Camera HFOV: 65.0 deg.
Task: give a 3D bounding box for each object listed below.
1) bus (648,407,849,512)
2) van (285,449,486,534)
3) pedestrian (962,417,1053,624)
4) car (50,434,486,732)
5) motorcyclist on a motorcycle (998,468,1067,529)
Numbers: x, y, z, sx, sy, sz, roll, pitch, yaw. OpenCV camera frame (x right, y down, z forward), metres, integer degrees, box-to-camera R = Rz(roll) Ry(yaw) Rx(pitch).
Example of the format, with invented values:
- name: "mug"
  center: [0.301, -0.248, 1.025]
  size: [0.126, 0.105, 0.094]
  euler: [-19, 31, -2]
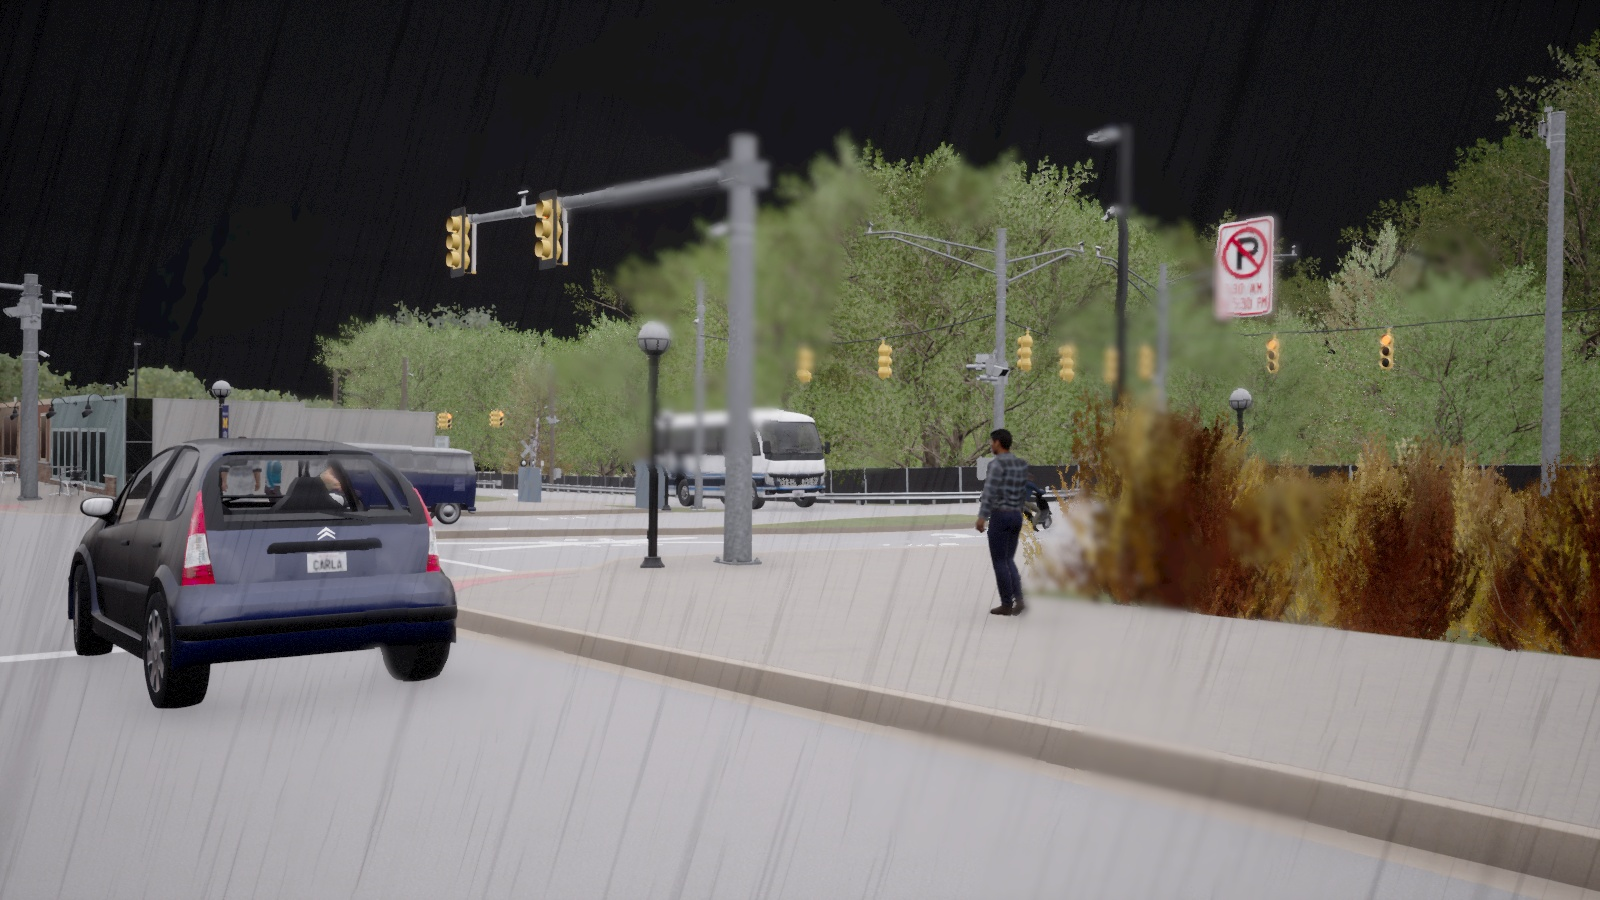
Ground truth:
- name: "bus"
  center: [-2.557, 0.479, 56.288]
  size: [3.944, 4.253, 10.273]
  euler: [-1, -1, -35]
- name: "van"
  center: [-10.428, 1.056, 31.788]
  size: [4.442, 1.987, 1.775]
  euler: [2, -2, -41]
- name: "pedestrian"
  center: [2.015, 0.662, 12.251]
  size: [0.423, 1.949, 0.788]
  euler: [-1, 1, -40]
- name: "car"
  center: [-3.969, 0.761, 8.959]
  size: [1.851, 1.617, 3.988]
  euler: [-1, -1, -38]
- name: "motorcyclist on a motorcycle"
  center: [6.380, 1.320, 34.445]
  size: [1.817, 1.590, 0.866]
  euler: [-1, 0, -39]
